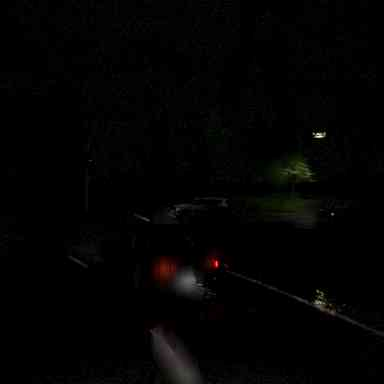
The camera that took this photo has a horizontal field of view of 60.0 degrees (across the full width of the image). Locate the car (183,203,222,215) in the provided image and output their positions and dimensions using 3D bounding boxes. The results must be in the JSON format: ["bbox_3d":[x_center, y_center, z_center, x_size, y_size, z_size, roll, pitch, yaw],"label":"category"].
[{"bbox_3d":[1.237,1.982,39.193,4.181,1.385,1.994,1,-1,-18],"label":"car"}]

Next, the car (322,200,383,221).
[{"bbox_3d":[16.310,1.816,33.170,5.566,2.045,2.150,0,0,-18],"label":"car"}]

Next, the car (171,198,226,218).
[{"bbox_3d":[0.791,1.558,31.672,5.566,2.045,2.150,1,-1,-19],"label":"car"}]

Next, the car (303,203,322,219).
[{"bbox_3d":[14.572,2.166,36.282,4.181,1.385,1.994,1,-1,-18],"label":"car"}]

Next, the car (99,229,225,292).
[{"bbox_3d":[-1.155,1.678,9.278,1.895,1.301,4.718,1,-1,-30],"label":"car"}]

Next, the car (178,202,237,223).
[{"bbox_3d":[1.563,1.838,28.232,4.674,1.442,1.812,1,-1,-19],"label":"car"}]

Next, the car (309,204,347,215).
[{"bbox_3d":[18.375,2.353,44.934,4.718,1.301,1.895,1,-1,-18],"label":"car"}]
